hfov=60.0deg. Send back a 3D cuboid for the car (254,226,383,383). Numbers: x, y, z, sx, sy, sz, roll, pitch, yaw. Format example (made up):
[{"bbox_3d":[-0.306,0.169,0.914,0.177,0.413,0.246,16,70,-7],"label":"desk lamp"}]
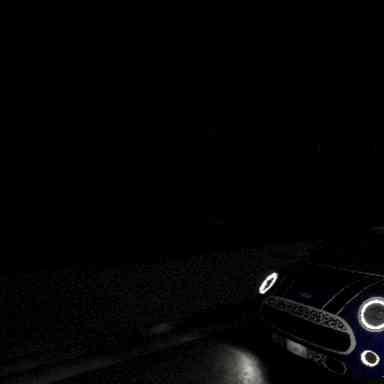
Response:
[{"bbox_3d":[3.149,1.403,5.505,4.553,1.767,2.097,1,0,-36],"label":"car"}]
